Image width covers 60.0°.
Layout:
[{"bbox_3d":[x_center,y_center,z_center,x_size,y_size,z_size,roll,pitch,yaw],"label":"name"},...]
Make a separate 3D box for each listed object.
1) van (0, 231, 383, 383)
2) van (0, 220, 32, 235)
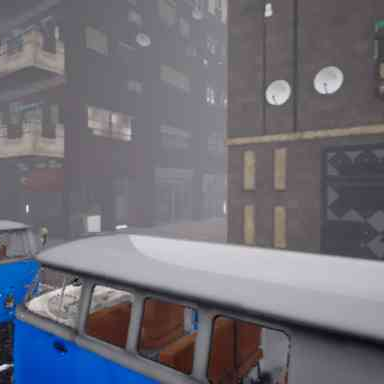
[{"bbox_3d":[0.191,1.336,2.583,3.998,1.788,1.690,0,0,35],"label":"van"},{"bbox_3d":[-4.368,1.314,5.826,3.998,1.788,1.690,0,0,35],"label":"van"}]
